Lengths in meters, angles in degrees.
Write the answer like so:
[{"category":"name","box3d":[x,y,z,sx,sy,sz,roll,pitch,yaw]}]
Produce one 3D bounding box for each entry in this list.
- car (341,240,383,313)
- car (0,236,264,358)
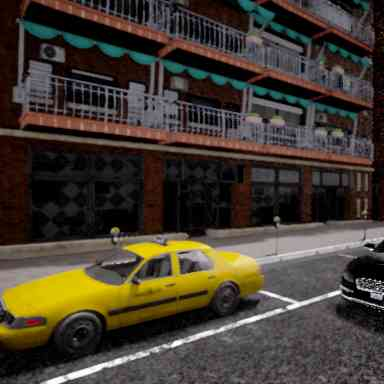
[{"category":"car","box3d":[5.081,1.498,7.001,4.892,1.490,1.837,0,0,-35]},{"category":"car","box3d":[-0.802,1.523,5.974,4.829,1.417,1.752,0,1,-35]}]
